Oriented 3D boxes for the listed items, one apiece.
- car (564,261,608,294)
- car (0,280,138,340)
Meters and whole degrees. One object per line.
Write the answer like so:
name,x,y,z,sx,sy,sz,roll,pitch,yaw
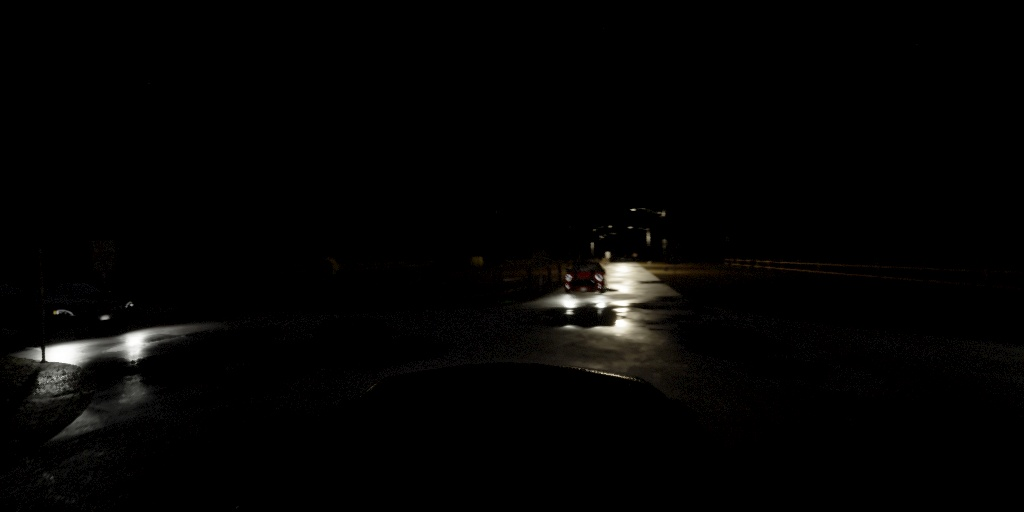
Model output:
car,4.294,1.112,20.470,2.097,1.767,4.553,-1,0,18
car,-13.255,1.407,10.343,4.674,1.442,1.812,0,1,16
